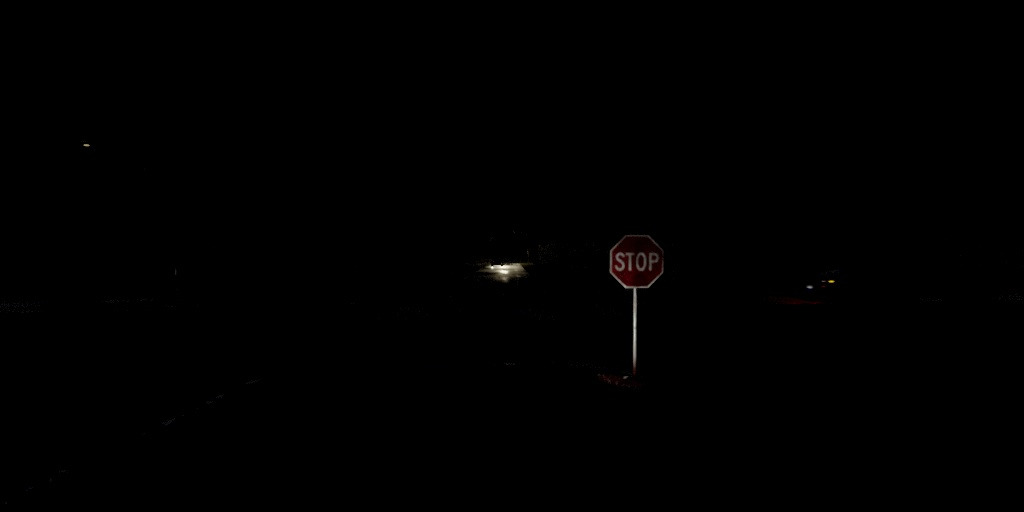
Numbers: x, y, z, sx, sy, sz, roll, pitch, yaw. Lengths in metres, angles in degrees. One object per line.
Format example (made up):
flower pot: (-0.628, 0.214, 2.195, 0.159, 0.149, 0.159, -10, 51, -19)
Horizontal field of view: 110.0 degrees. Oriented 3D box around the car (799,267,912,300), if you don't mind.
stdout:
car: (16.349, 1.260, 17.200, 4.674, 1.442, 1.812, 0, 1, -6)
